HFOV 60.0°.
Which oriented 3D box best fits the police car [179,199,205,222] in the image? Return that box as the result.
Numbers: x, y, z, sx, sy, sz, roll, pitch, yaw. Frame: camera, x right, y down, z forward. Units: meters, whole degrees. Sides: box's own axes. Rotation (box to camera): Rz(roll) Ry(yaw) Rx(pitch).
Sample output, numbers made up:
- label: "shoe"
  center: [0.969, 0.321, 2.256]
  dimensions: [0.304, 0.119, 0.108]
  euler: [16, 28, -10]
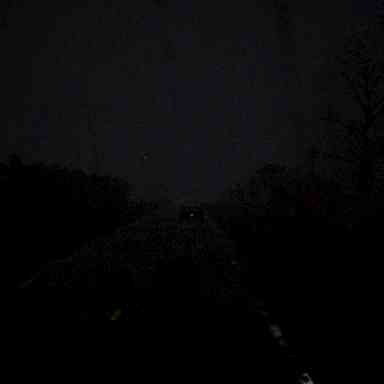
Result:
- label: "police car"
  center: [0.006, 1.501, 26.877]
  dimensions: [1.930, 1.638, 5.238]
  euler: [0, 0, 0]

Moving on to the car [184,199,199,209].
- label: "car"
  center: [-0.077, 1.729, 50.305]
  dimensions: [2.033, 1.411, 5.357]
  euler: [0, 0, 0]
